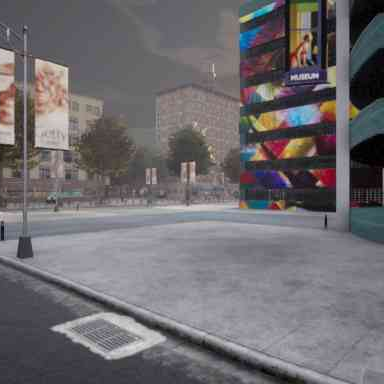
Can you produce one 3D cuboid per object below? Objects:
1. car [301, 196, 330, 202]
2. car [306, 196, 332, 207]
[{"bbox_3d":[14.246,1.320,39.325,2.002,1.452,4.674,0,0,43],"label":"car"},{"bbox_3d":[19.561,1.413,51.051,2.161,1.482,4.786,0,0,43],"label":"car"}]
